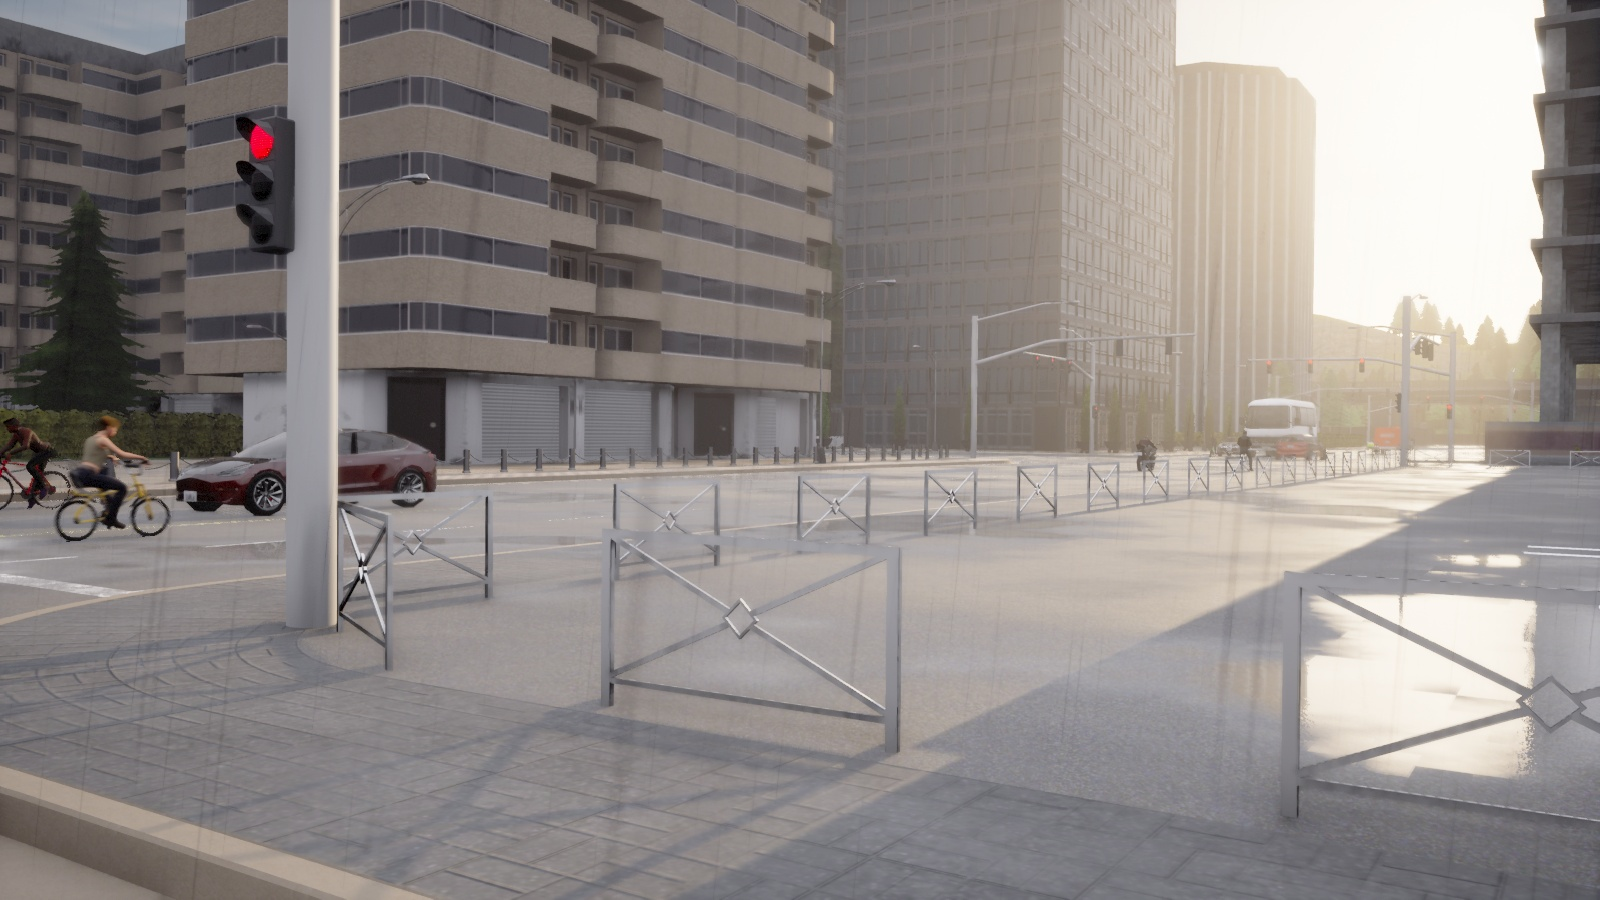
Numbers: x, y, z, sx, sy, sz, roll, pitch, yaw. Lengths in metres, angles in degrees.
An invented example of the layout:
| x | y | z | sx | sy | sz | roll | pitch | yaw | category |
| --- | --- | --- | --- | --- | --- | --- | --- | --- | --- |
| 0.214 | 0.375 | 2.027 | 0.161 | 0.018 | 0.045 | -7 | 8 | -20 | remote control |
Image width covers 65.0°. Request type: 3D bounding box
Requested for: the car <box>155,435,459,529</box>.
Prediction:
| x | y | z | sx | sy | sz | roll | pitch | yaw | category |
| --- | --- | --- | --- | --- | --- | --- | --- | --- | --- |
| -8.837 | 0.498 | 22.939 | 2.163 | 1.488 | 4.792 | 0 | 1 | 33 | car |

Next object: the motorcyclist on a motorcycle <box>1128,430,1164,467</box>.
| x | y | z | sx | sy | sz | roll | pitch | yaw | category |
| --- | --- | --- | --- | --- | --- | --- | --- | --- | --- |
| 14.695 | -0.095 | 53.326 | 0.866 | 1.530 | 2.191 | 0 | 1 | 33 | motorcyclist on a motorcycle |

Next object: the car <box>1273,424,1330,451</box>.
| x | y | z | sx | sy | sz | roll | pitch | yaw | category |
| --- | --- | --- | --- | --- | --- | --- | --- | --- | --- |
| 32.426 | -0.825 | 81.190 | 2.242 | 1.667 | 4.611 | 0 | 1 | 38 | car |

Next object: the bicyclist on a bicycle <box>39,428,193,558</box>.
| x | y | z | sx | sy | sz | roll | pitch | yaw | category |
| --- | --- | --- | --- | --- | --- | --- | --- | --- | --- |
| -8.911 | 0.525 | 16.406 | 0.866 | 1.612 | 1.509 | 0 | 1 | 33 | bicyclist on a bicycle |

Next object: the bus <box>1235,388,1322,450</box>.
| x | y | z | sx | sy | sz | roll | pitch | yaw | category |
| --- | --- | --- | --- | --- | --- | --- | --- | --- | --- |
| 35.063 | -2.215 | 91.767 | 3.944 | 4.253 | 10.273 | 0 | 1 | 33 | bus |

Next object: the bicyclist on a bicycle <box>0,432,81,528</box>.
| x | y | z | sx | sy | sz | roll | pitch | yaw | category |
| --- | --- | --- | --- | --- | --- | --- | --- | --- | --- |
| -13.599 | 0.507 | 21.982 | 0.582 | 1.620 | 1.656 | 0 | 1 | 33 | bicyclist on a bicycle |
